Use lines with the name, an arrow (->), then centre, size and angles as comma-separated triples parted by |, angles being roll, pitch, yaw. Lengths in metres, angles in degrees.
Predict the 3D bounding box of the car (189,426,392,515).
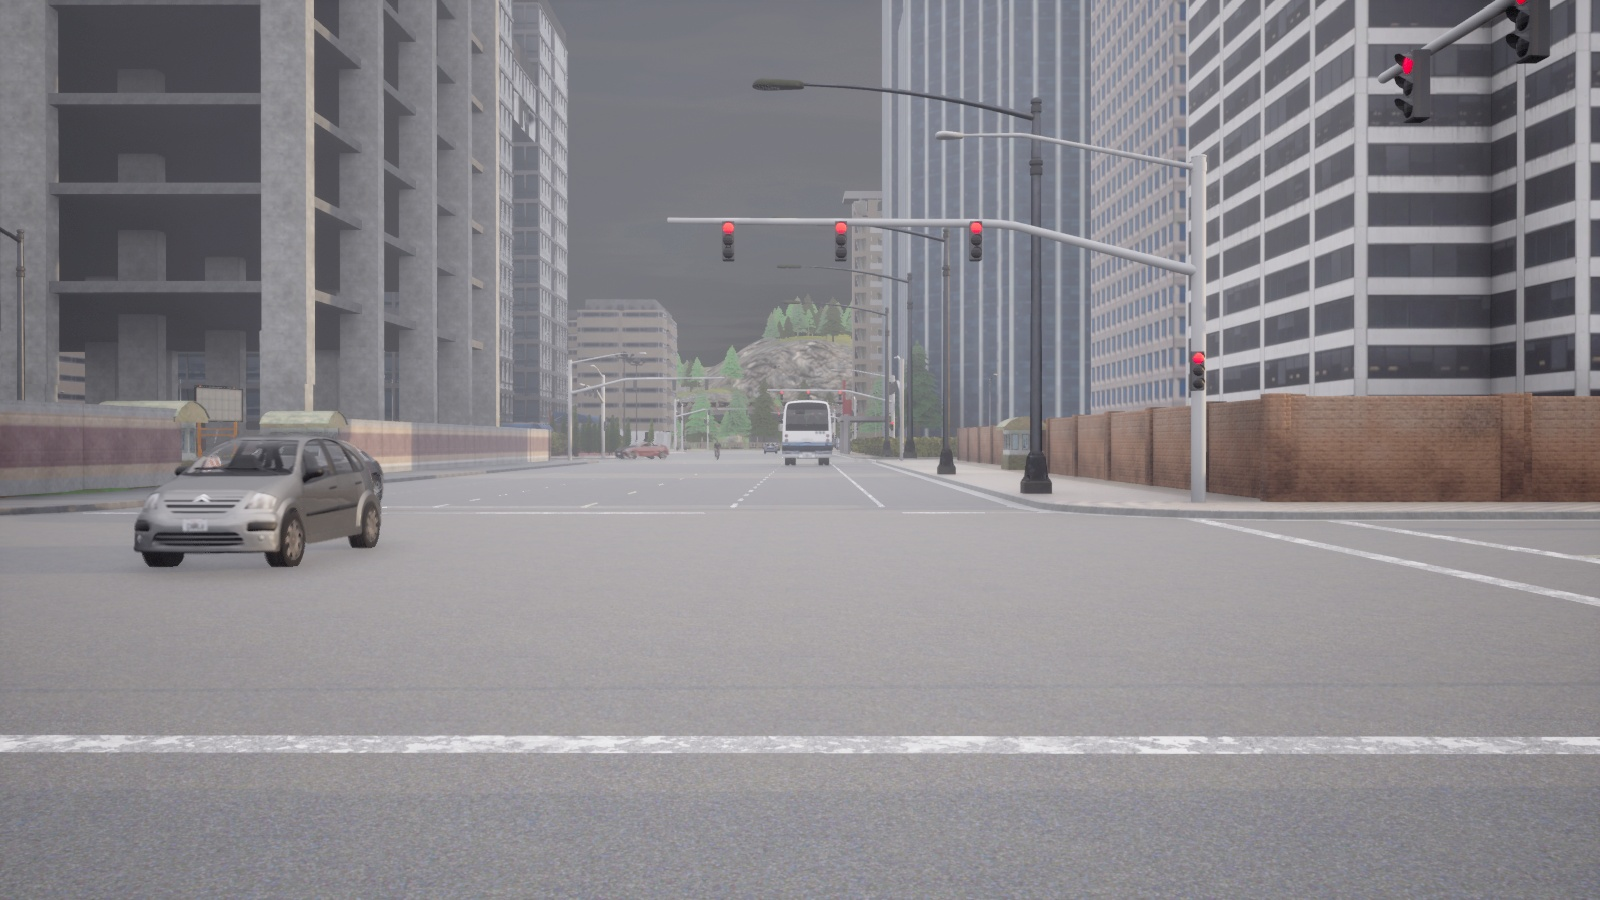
car -> -10.342, 0.370, 25.995 | 2.152, 1.651, 5.027 | 0, 0, 0

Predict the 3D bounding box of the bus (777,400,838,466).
bus -> 0.487, -1.117, 86.421 | 3.944, 4.253, 10.273 | 0, 0, 0

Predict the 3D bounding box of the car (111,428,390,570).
car -> -6.895, 0.547, 16.257 | 1.851, 1.617, 3.988 | 0, 0, 0
